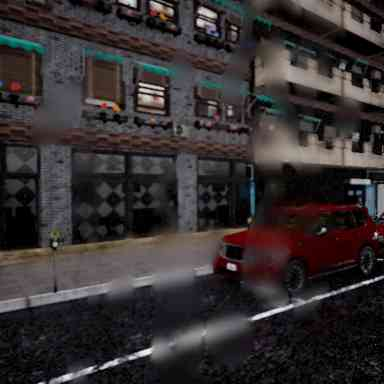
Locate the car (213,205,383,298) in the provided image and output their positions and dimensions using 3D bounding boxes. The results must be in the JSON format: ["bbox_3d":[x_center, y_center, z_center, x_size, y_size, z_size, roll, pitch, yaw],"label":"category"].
[{"bbox_3d":[2.902,1.286,8.639,5.009,1.841,2.192,0,0,-36],"label":"car"}]
